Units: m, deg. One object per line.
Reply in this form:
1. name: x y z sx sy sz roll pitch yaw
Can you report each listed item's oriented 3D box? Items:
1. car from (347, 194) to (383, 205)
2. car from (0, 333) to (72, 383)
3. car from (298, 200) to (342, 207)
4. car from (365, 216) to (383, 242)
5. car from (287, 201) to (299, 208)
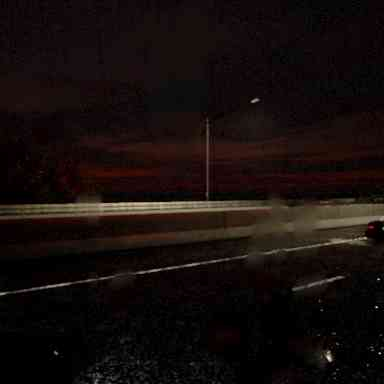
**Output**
1. car: 18.132 1.281 34.107 5.566 2.045 2.150 0 0 -35
2. car: -2.754 1.561 1.783 4.181 1.385 1.994 0 0 -35
3. car: 13.867 1.657 35.367 4.718 1.301 1.895 0 0 -35
4. car: 10.030 1.579 15.196 5.357 1.411 2.033 0 0 -35
5. car: 13.602 1.606 39.474 5.357 1.411 2.033 0 0 -35
